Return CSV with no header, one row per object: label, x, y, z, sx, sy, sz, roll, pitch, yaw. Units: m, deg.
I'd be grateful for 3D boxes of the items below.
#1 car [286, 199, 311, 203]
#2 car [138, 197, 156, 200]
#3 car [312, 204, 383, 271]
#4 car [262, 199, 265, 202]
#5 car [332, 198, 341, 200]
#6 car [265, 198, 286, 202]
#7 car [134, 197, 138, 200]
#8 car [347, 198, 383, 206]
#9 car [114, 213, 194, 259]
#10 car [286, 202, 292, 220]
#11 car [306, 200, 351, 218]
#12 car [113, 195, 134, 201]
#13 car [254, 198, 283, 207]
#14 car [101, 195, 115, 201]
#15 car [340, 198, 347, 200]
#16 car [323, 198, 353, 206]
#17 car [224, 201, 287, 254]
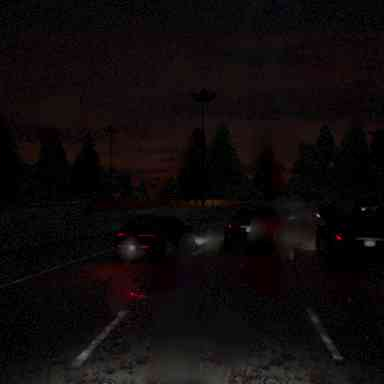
car,17.268,1.928,51.473,4.674,1.442,1.812,0,0,-28
car,-11.324,2.114,83.801,1.895,1.301,4.718,0,0,13
car,5.474,1.468,11.261,2.097,1.767,4.553,0,0,15
car,14.555,2.030,58.137,4.718,1.301,1.895,0,0,-26
car,29.777,1.896,63.758,5.008,1.535,1.882,0,0,-16
car,14.922,1.891,54.184,5.008,1.535,1.882,0,0,-29
car,-14.429,2.065,85.793,1.994,1.385,4.181,0,0,13
car,15.888,1.525,28.983,2.150,2.045,5.566,-1,-1,45
car,-1.291,1.591,13.096,1.837,1.490,4.892,0,0,16
car,6.920,1.846,29.238,1.895,1.301,4.718,0,0,37
car,12.485,1.795,30.320,1.837,1.490,4.892,-1,-1,42
car,-13.987,1.891,68.100,1.837,1.490,4.892,0,0,6
car,14.259,1.937,61.867,4.902,1.511,2.128,0,0,-25
car,-17.254,1.610,70.258,2.150,2.045,5.566,0,0,6
car,30.032,1.987,60.235,4.718,1.301,1.895,0,0,-14
car,29.464,1.974,67.294,5.357,1.411,2.033,0,0,-13
car,2.830,1.472,14.454,2.097,1.767,4.553,0,0,18
